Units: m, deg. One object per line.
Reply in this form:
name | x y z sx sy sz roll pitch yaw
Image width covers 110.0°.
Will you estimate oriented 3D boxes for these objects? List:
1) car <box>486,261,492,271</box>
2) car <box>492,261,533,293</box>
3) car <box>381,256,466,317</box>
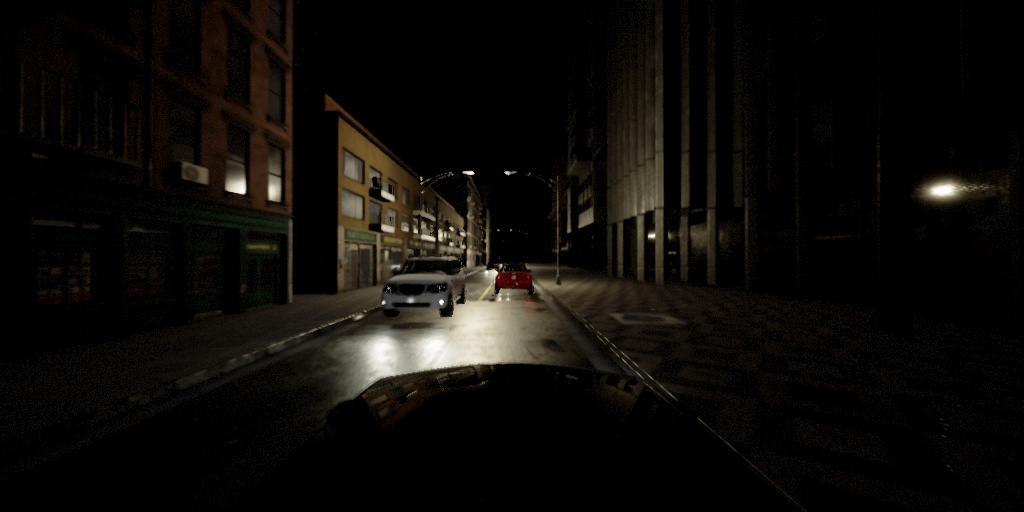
car | -3.017 1.556 55.729 1.837 1.490 4.892 0 -1 1
car | 0.100 1.185 21.455 2.097 1.767 4.553 0 0 0
car | -3.100 1.024 13.723 2.150 2.045 5.566 0 0 0
